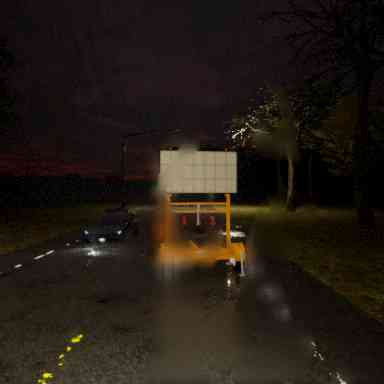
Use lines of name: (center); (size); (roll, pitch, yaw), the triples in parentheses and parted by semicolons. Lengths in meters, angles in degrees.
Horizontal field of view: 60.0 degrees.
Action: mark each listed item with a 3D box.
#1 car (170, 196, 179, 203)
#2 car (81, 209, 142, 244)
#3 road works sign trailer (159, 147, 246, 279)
car: (-3.617, 1.548, 65.720); (1.882, 1.535, 5.008); (0, 0, 0)
car: (-3.629, 1.543, 16.063); (2.033, 1.411, 5.357); (0, 0, 0)
road works sign trailer: (0.177, 0.461, 10.120); (2.380, 3.560, 2.880); (0, 0, -8)
